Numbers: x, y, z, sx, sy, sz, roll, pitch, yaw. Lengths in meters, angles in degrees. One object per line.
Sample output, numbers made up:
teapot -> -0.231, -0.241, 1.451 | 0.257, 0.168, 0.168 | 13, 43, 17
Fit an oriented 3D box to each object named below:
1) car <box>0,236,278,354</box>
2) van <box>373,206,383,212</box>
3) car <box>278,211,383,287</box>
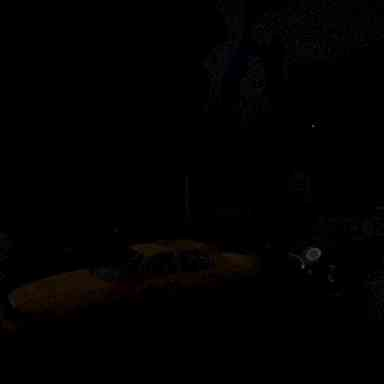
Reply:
car -> -0.768, 1.536, 6.103 | 4.829, 1.417, 1.752 | 0, 0, -36
van -> 8.223, 1.391, 12.520 | 3.998, 1.788, 1.690 | 0, 0, -36
car -> 3.796, 1.471, 9.361 | 4.097, 1.590, 1.967 | 0, 0, -36
